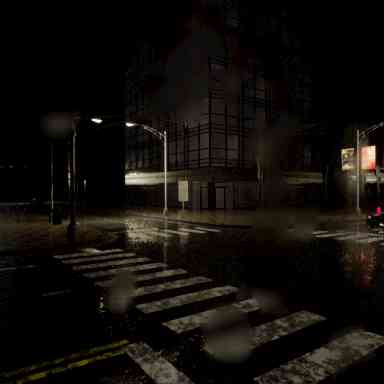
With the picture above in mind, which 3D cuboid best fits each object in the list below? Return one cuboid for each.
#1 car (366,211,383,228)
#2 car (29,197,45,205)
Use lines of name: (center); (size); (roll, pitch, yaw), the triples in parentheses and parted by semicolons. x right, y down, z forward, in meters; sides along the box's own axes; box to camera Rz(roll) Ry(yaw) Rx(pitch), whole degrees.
car: (12.960, 1.605, 20.811); (4.718, 1.301, 1.895); (0, 0, -35)
car: (-28.658, 1.690, 61.469); (2.033, 1.411, 5.357); (0, 0, -36)
